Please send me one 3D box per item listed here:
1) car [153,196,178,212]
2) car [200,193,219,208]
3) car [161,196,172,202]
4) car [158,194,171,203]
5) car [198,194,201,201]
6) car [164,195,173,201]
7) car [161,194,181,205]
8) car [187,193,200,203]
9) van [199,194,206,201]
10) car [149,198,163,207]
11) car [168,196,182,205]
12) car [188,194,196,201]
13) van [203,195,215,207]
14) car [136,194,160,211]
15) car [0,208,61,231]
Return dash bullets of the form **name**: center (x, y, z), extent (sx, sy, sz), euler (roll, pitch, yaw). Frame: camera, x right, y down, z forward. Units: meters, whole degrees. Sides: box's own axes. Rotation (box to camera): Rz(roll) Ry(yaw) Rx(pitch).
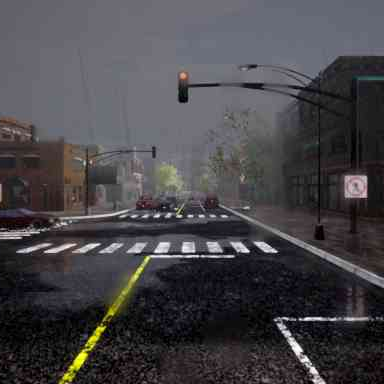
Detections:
- **car**: center (-3.085, 1.556, 38.897), extent (1.994, 1.385, 4.181), euler (0, 0, 0)
- **car**: center (2.697, 1.305, 46.987), extent (2.192, 1.841, 5.009), euler (-1, 0, 0)
- **car**: center (-5.675, 1.548, 74.709), extent (1.947, 1.339, 4.313), euler (-1, 0, 0)
- **car**: center (-5.678, 1.299, 69.165), extent (2.192, 1.841, 5.009), euler (-1, 0, 0)
- **car**: center (2.703, 1.536, 63.619), extent (2.008, 1.369, 4.403), euler (-1, 0, 0)
- **car**: center (-5.674, 1.525, 80.253), extent (1.887, 1.381, 4.507), euler (-1, 0, 0)
- **car**: center (-3.056, 1.467, 48.697), extent (1.882, 1.535, 5.008), euler (0, 0, 0)
- **car**: center (0.015, 1.476, 67.431), extent (2.128, 1.511, 4.902), euler (0, 0, 0)
- **van**: center (2.706, 1.320, 85.795), extent (1.690, 1.788, 3.998), euler (-1, 0, 0)
- **car**: center (-5.680, 1.570, 52.533), extent (1.802, 1.307, 4.206), euler (-1, 0, 0)
- **car**: center (-2.989, 1.478, 58.827), extent (2.128, 1.511, 4.902), euler (0, 0, 0)
- **car**: center (0.018, 1.356, 77.847), extent (1.882, 1.535, 5.008), euler (0, 0, 0)
- **van**: center (2.699, 1.329, 52.531), extent (1.690, 1.788, 3.998), euler (-1, 0, 0)
- **car**: center (-5.684, 1.306, 41.445), extent (2.192, 1.841, 5.009), euler (-1, 0, 0)
- **car**: center (-11.208, 1.693, 20.897), extent (5.357, 1.411, 2.033), euler (-1, 1, -6)
